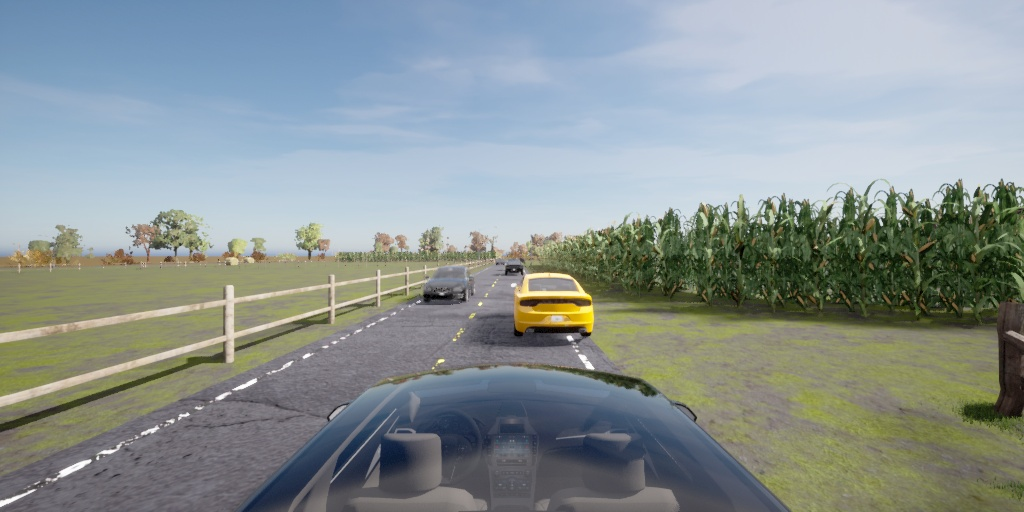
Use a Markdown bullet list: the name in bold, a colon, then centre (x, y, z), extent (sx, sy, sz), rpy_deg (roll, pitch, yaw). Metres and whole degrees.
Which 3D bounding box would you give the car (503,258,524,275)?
- **car**: centre (0.251, 1.227, 39.159), extent (1.882, 1.535, 5.008), rpy_deg (0, 0, 1)

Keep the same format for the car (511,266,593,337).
- **car**: centre (1.000, 1.227, 10.363), extent (1.882, 1.535, 5.008), rpy_deg (0, 0, 0)

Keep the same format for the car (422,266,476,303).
- **car**: centre (-2.782, 1.254, 16.682), extent (1.837, 1.490, 4.892), rpy_deg (0, 0, 0)
